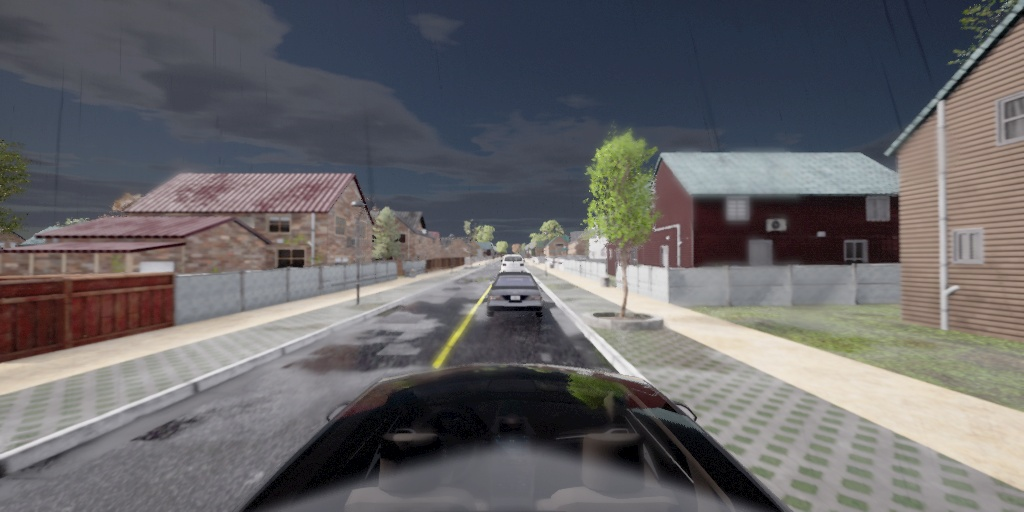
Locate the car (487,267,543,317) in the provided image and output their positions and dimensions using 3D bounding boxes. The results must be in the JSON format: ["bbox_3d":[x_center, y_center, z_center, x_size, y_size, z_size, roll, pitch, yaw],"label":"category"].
[{"bbox_3d":[0.098,1.283,13.148,2.033,1.411,5.357,0,0,0],"label":"car"}]

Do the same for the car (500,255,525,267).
[{"bbox_3d":[0.083,0.926,34.214,2.150,2.045,5.566,0,0,0],"label":"car"}]
